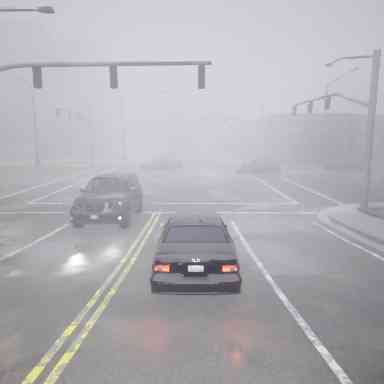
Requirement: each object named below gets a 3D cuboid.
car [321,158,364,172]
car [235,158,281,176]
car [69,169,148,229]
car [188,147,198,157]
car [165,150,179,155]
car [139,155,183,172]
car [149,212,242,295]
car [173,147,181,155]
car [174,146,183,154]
[{"bbox_3d":[17.090,-3.052,37.325,4.902,1.511,2.128,0,9,0],"label":"car"},{"bbox_3d":[6.675,-2.633,33.894,4.553,1.767,2.097,0,9,0],"label":"car"},{"bbox_3d":[-3.580,0.245,14.968,2.150,2.045,5.566,0,7,1],"label":"car"},{"bbox_3d":[0.174,-7.727,66.774,1.895,1.301,4.718,0,9,0],"label":"car"},{"bbox_3d":[-3.535,-5.300,51.521,2.033,1.411,5.357,0,9,0],"label":"car"},{"bbox_3d":[-3.452,-3.063,37.415,4.902,1.511,2.128,0,9,0],"label":"car"},{"bbox_3d":[0.084,1.218,8.395,2.033,1.411,5.357,0,4,0],"label":"car"},{"bbox_3d":[-3.495,-6.884,60.999,1.837,1.490,4.892,0,9,0],"label":"car"},{"bbox_3d":[-3.415,-8.507,71.195,2.033,1.411,5.357,0,9,0],"label":"car"}]
